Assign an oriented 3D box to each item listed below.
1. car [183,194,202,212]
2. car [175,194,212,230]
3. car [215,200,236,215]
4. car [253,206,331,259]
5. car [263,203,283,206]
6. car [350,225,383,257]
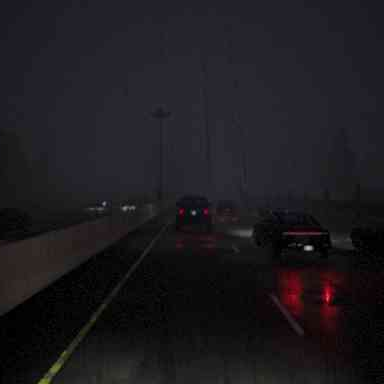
[{"bbox_3d":[0.089,1.309,41.064,2.150,2.045,5.566,0,0,0],"label":"car"},{"bbox_3d":[0.097,1.267,21.415,2.150,2.045,5.566,0,0,0],"label":"car"},{"bbox_3d":[3.591,1.565,35.607,2.128,1.511,4.902,0,0,0],"label":"car"},{"bbox_3d":[3.596,1.518,12.690,2.128,1.511,4.902,0,0,0],"label":"car"},{"bbox_3d":[7.093,1.662,29.374,1.895,1.301,4.718,0,0,0],"label":"car"},{"bbox_3d":[7.098,1.624,10.904,1.895,1.301,4.718,0,0,0],"label":"car"}]
